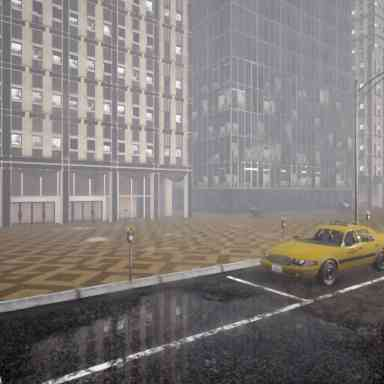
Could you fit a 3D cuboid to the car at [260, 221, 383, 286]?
[{"bbox_3d":[4.002,1.526,9.431,4.829,1.417,1.752,0,0,-36],"label":"car"}]
